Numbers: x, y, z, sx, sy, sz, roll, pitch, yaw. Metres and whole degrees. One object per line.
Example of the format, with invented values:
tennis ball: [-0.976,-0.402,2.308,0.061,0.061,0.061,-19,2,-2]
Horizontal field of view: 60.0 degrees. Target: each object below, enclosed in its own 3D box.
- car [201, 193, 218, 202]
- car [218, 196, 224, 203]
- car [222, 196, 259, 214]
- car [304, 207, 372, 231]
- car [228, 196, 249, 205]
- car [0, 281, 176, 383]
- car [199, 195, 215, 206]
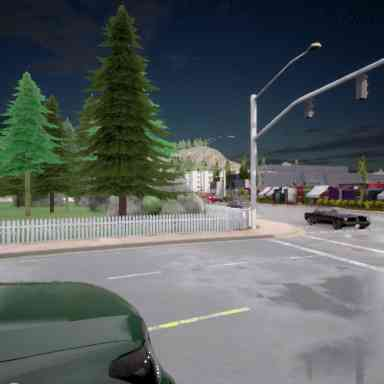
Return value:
car: [2.899,1.277,69.600,2.150,2.045,5.566,0,0,-17]
car: [6.045,1.559,71.150,1.837,1.490,4.892,0,0,-16]
car: [5.365,1.547,35.453,2.128,1.511,4.902,0,0,-16]
car: [9.171,1.656,21.334,1.895,1.301,4.718,0,0,-10]
car: [8.667,1.547,62.286,2.128,1.511,4.902,0,0,-16]
car: [-2.767,1.221,1.662,5.566,2.045,2.150,0,0,-36]
car: [1.307,1.561,49.374,1.837,1.490,4.892,0,0,-16]
